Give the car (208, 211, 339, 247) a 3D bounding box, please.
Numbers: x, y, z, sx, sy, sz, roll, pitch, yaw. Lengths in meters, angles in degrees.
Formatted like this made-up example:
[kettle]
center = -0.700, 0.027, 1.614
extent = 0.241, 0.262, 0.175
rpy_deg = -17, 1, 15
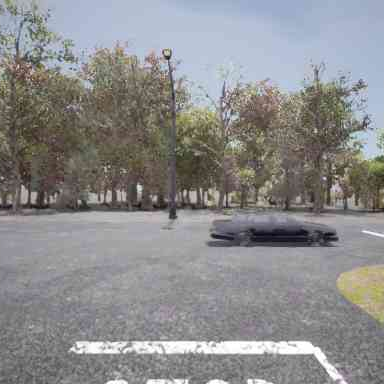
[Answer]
[car]
center = 3.399, 1.557, 14.478
extent = 5.357, 1.411, 2.033
rpy_deg = 0, 0, 0
